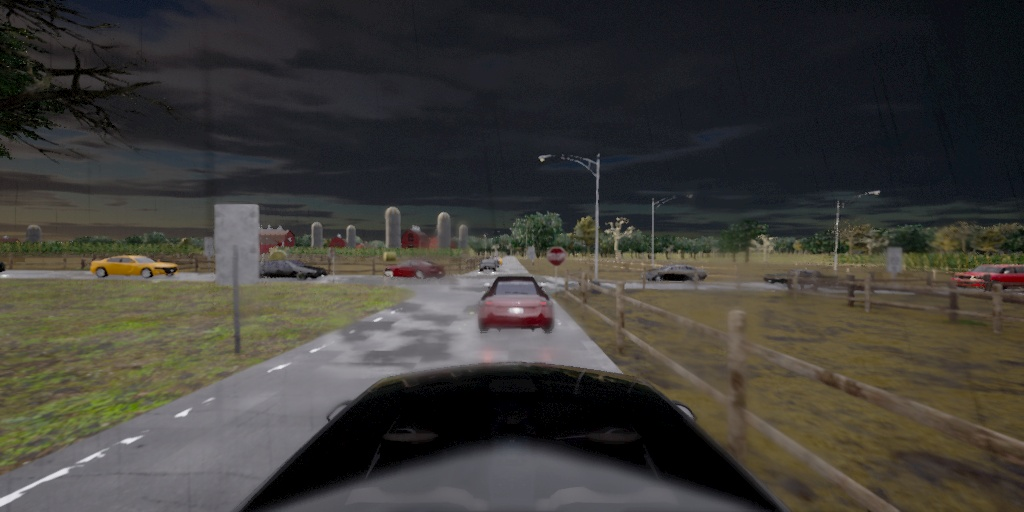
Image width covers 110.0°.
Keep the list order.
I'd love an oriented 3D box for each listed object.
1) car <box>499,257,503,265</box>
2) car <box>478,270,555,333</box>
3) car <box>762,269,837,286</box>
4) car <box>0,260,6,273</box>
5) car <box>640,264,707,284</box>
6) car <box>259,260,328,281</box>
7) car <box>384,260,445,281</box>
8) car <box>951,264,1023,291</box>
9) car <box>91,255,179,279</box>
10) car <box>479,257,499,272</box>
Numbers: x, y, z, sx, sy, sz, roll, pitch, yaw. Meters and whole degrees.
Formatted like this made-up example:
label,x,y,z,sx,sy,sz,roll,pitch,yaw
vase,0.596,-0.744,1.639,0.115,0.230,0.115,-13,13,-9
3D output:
label,x,y,z,sx,sy,sz,roll,pitch,yaw
car,-2.827,1.002,52.794,2.128,1.511,4.902,0,0,0
car,0.101,1.277,10.621,1.994,1.385,4.181,0,0,0
car,22.722,1.710,28.478,4.718,1.301,1.895,1,1,0
car,-38.891,0.420,25.185,4.553,1.767,2.097,1,1,0
car,12.759,1.385,28.418,4.902,1.511,2.128,1,1,0
car,-16.019,0.965,25.303,5.357,1.411,2.033,1,1,0
car,-7.468,1.009,27.265,5.008,1.535,1.882,2,0,26
car,38.669,1.708,28.554,5.566,2.045,2.150,0,1,-1
car,-26.439,0.726,25.244,5.008,1.535,1.882,1,1,0
car,-2.796,1.071,42.629,1.837,1.490,4.892,0,0,-1
